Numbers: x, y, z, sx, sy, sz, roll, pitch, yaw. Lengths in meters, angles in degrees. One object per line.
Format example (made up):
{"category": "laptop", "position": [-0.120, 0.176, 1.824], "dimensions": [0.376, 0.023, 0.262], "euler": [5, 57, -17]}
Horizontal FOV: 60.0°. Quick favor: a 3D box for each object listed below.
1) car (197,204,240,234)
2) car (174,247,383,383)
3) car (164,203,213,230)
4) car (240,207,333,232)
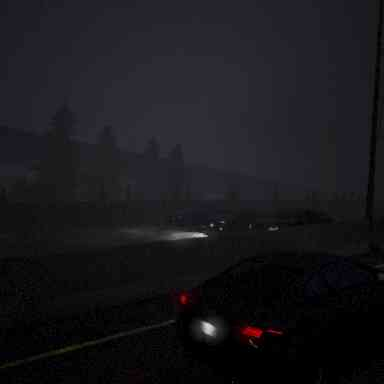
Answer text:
{"category": "car", "position": [2.671, 1.566, 18.795], "dimensions": [4.181, 1.385, 1.994], "euler": [0, 0, -35]}
{"category": "car", "position": [1.822, 1.565, 5.046], "dimensions": [4.181, 1.385, 1.994], "euler": [0, 0, -36]}
{"category": "car", "position": [0.521, 1.479, 21.561], "dimensions": [5.008, 1.535, 1.882], "euler": [0, 0, -36]}
{"category": "car", "position": [4.850, 1.506, 16.051], "dimensions": [4.892, 1.490, 1.837], "euler": [0, 0, -36]}
